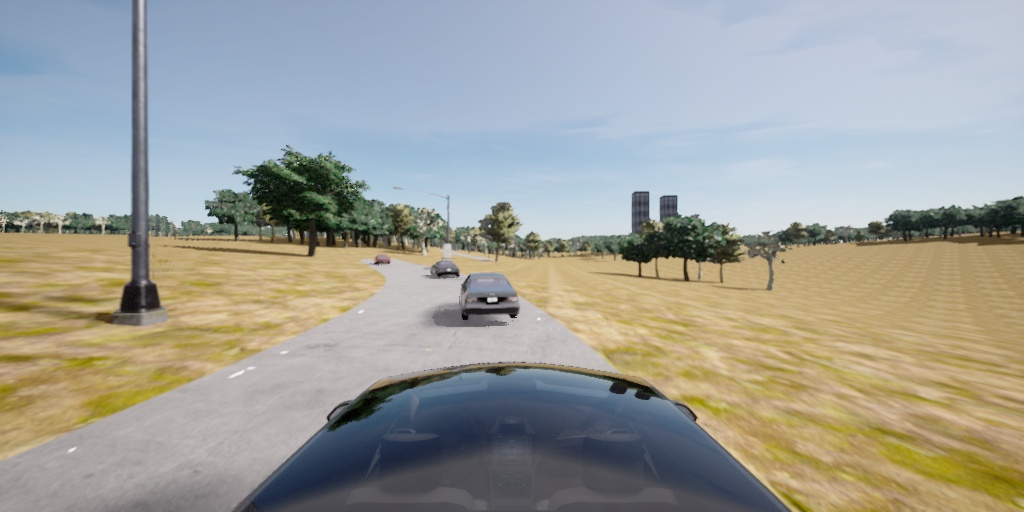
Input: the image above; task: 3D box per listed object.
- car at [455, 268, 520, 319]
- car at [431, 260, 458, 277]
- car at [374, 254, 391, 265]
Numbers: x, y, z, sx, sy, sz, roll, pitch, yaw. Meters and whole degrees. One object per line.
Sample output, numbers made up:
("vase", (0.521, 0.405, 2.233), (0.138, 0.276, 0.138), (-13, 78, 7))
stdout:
("car", (-0.929, 1.296, 12.866), (2.033, 1.411, 5.357), (0, 0, -8))
("car", (-5.929, 1.071, 31.576), (1.994, 1.385, 4.181), (0, 1, -21))
("car", (-18.625, 0.498, 51.481), (1.882, 1.535, 5.008), (0, 1, -26))
